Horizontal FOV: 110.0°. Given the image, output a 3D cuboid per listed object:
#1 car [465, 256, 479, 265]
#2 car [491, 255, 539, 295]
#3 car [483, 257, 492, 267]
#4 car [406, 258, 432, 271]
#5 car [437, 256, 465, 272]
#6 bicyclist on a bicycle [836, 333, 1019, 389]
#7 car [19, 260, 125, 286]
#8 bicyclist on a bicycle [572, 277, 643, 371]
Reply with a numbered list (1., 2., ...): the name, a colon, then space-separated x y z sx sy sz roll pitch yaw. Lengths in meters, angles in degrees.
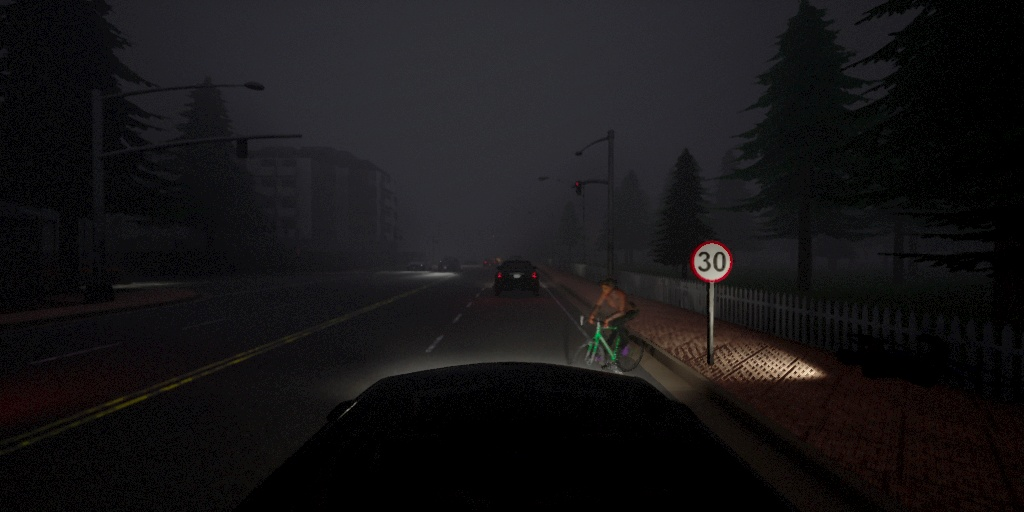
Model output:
1. car: -6.519 0.721 58.023 1.812 1.442 4.674 0 0 1
2. car: 0.247 0.937 18.526 2.097 1.767 4.553 0 1 1
3. car: -2.941 0.868 50.727 1.895 1.301 4.718 0 0 1
4. car: -10.235 0.899 39.890 1.812 1.442 4.674 0 1 1
5. car: -6.749 0.876 38.776 2.128 1.511 4.902 0 1 1
6. bicyclist on a bicycle: 5.245 1.397 4.853 1.620 0.582 1.656 1 9 -16
7. car: -26.930 0.985 22.047 5.008 1.535 1.882 0 1 0
8. bicyclist on a bicycle: 1.581 1.140 5.677 1.656 1.620 0.582 -2 6 -33
